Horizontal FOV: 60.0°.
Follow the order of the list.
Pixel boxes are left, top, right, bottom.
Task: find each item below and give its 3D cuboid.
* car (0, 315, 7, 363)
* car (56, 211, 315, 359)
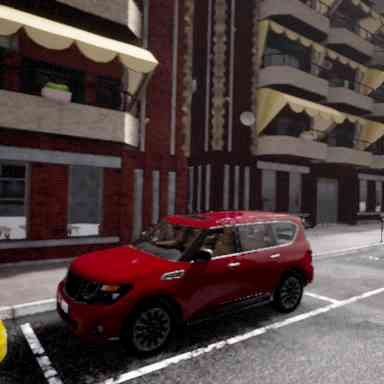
[{"bbox_3d":[-4.413,1.515,2.924,4.829,1.417,1.752,0,1,-35],"label":"car"},{"bbox_3d":[0.231,1.339,6.234,5.009,1.841,2.192,0,1,-35],"label":"car"}]
